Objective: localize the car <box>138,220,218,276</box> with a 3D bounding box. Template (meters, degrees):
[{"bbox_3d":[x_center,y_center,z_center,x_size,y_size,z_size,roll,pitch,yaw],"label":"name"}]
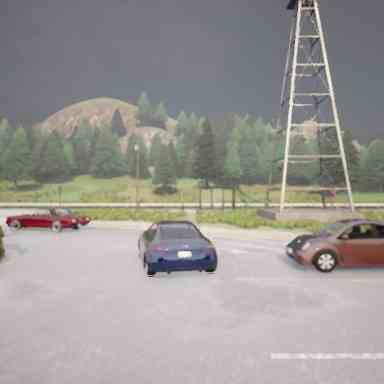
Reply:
[{"bbox_3d":[-0.609,1.567,10.486,1.994,1.385,4.181,0,0,-12],"label":"car"}]

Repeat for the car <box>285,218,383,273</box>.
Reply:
[{"bbox_3d":[4.892,1.524,10.050,3.905,1.438,1.784,0,0,0],"label":"car"}]

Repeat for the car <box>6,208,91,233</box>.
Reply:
[{"bbox_3d":[-8.441,1.608,19.473,4.718,1.301,1.895,0,0,18],"label":"car"}]
